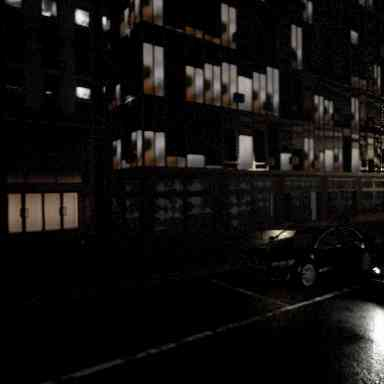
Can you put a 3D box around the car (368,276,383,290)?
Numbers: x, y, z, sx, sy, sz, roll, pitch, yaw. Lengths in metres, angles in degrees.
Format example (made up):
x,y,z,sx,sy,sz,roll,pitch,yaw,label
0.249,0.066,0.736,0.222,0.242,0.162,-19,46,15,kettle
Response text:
x,y,z,sx,sy,sz,roll,pitch,yaw,label
6.343,1.542,7.895,5.357,1.411,2.033,0,0,-35,car

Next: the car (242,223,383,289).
x,y,z,sx,sy,sz,roll,pitch,yaw,label
3.275,1.547,9.031,4.403,1.369,2.008,0,-1,-35,car
